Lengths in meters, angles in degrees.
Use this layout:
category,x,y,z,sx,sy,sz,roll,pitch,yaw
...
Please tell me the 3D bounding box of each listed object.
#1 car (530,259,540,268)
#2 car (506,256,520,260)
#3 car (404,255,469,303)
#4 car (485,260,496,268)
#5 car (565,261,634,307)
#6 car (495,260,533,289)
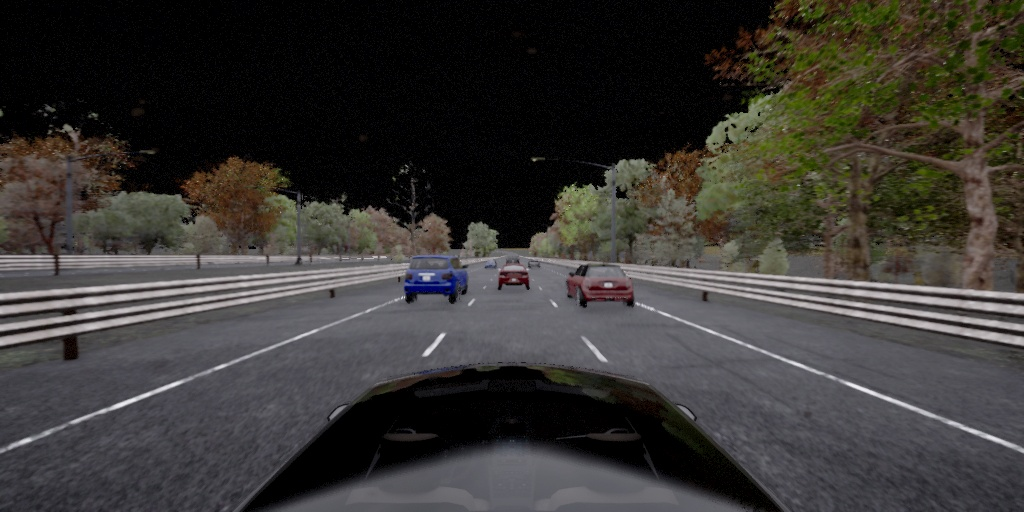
category,x,y,z,sx,sy,sz,roll,pitch,yaw
car,3.626,1.239,60.363,2.128,1.511,4.902,0,0,0
car,0.128,0.970,59.235,2.150,2.045,5.566,0,0,0
car,-3.393,0.973,16.937,2.150,2.045,5.566,0,0,0
car,-3.373,1.295,58.934,2.033,1.411,5.357,0,0,0
car,3.606,1.101,15.529,2.097,1.767,4.553,0,0,0
car,0.110,1.227,23.215,1.882,1.535,5.008,0,0,0
